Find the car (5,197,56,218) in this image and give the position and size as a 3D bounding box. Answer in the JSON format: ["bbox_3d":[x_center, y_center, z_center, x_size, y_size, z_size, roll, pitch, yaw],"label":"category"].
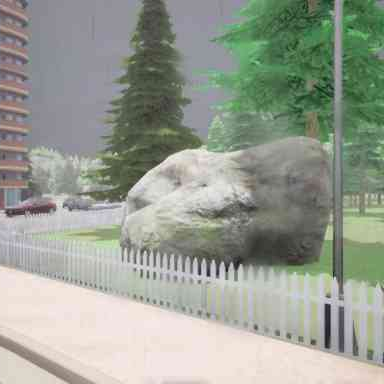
[{"bbox_3d":[-14.519,1.422,30.237,1.882,1.535,5.008,0,0,15],"label":"car"}]

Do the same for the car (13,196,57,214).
[{"bbox_3d":[-16.783,1.296,35.880,2.097,1.767,4.553,0,0,8],"label":"car"}]

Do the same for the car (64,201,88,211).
[{"bbox_3d":[-12.873,1.508,39.077,1.994,1.385,4.181,0,0,4],"label":"car"}]

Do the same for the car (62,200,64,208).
[{"bbox_3d":[-16.509,1.449,45.916,1.837,1.490,4.892,0,0,-8],"label":"car"}]

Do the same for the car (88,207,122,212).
[{"bbox_3d":[-9.274,1.545,36.792,1.895,1.301,4.718,0,0,7],"label":"car"}]
